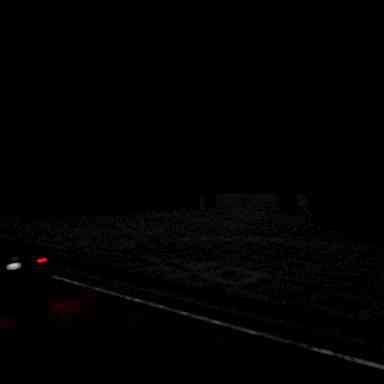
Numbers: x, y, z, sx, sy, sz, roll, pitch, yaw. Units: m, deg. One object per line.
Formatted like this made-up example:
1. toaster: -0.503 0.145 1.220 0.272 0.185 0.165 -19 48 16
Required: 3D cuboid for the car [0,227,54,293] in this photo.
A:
1. car: -5.554 1.525 8.169 5.357 1.411 2.033 0 0 37
